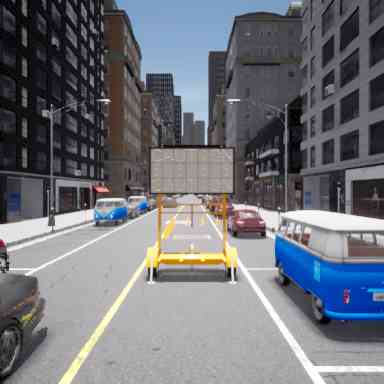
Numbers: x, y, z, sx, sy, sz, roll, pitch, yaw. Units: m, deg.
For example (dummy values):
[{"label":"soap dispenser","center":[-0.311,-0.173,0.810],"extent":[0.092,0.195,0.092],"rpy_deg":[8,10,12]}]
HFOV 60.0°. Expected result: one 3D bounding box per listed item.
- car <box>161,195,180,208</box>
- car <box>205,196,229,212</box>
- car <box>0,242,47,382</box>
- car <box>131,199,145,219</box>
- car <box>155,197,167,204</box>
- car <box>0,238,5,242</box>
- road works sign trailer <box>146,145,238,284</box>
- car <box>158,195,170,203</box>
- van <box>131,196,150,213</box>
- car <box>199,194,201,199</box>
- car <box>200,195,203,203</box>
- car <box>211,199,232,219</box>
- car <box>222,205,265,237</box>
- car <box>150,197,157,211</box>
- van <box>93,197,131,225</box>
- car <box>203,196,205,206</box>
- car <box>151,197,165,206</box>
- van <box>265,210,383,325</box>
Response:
[{"label":"car","center":[-3.094,1.567,46.945],"extent":[1.994,1.385,4.181],"rpy_deg":[0,0,0]},{"label":"car","center":[2.857,1.315,34.360],"extent":[2.192,1.841,5.009],"rpy_deg":[0,0,0]},{"label":"car","center":[-3.098,1.547,2.683],"extent":[2.033,1.411,5.357],"rpy_deg":[0,0,0]},{"label":"car","center":[-5.668,1.550,28.859],"extent":[2.008,1.369,4.403],"rpy_deg":[0,0,0]},{"label":"car","center":[-5.667,1.590,61.867],"extent":[1.802,1.307,4.206],"rpy_deg":[0,0,0]},{"label":"car","center":[-5.669,1.440,6.854],"extent":[1.967,1.590,4.097],"rpy_deg":[0,0,0]},{"label":"road works sign trailer","center":[0.001,0.464,9.532],"extent":[2.380,3.560,2.880],"rpy_deg":[0,0,0]},{"label":"car","center":[-5.667,1.451,67.369],"extent":[1.967,1.590,4.097],"rpy_deg":[0,0,0]},{"label":"van","center":[-5.668,1.341,34.360],"extent":[1.690,1.788,3.998],"rpy_deg":[0,0,0]},{"label":"car","center":[2.859,1.577,67.368],"extent":[1.947,1.339,4.313],"rpy_deg":[0,0,0]},{"label":"car","center":[2.858,1.557,56.365],"extent":[2.008,1.369,4.403],"rpy_deg":[0,0,0]},{"label":"car","center":[2.858,1.581,28.858],"extent":[1.802,1.307,4.206],"rpy_deg":[0,0,0]},{"label":"car","center":[2.857,1.581,17.856],"extent":[1.802,1.307,4.206],"rpy_deg":[0,0,0]},{"label":"car","center":[-5.667,1.567,39.862],"extent":[1.947,1.339,4.313],"rpy_deg":[0,0,0]},{"label":"van","center":[-5.669,1.340,23.359],"extent":[1.690,1.788,3.998],"rpy_deg":[0,0,0]},{"label":"car","center":[2.858,1.443,45.363],"extent":[1.967,1.590,4.097],"rpy_deg":[0,0,0]},{"label":"car","center":[-5.667,1.572,56.366],"extent":[1.947,1.339,4.313],"rpy_deg":[0,0,0]},{"label":"van","center":[2.856,1.341,6.853],"extent":[1.690,1.788,3.998],"rpy_deg":[0,0,0]}]
